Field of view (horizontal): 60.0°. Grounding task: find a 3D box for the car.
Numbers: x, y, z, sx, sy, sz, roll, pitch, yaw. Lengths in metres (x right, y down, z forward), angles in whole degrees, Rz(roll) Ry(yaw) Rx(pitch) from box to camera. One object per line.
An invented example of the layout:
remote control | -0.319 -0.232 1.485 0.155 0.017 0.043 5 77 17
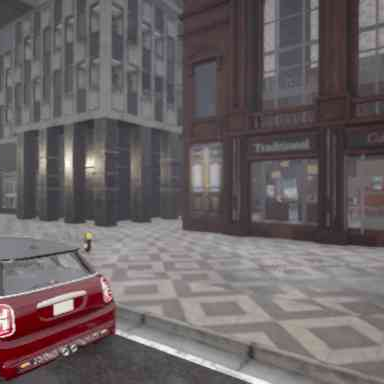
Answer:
car | -3.154 1.435 5.207 4.097 1.590 1.967 0 0 35
